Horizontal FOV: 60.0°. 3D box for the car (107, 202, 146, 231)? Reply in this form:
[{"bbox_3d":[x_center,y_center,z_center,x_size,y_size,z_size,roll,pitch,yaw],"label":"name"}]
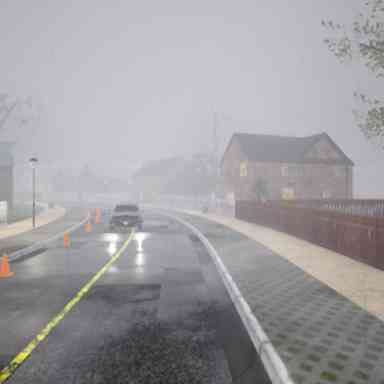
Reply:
[{"bbox_3d":[-3.903,1.391,19.980,1.837,1.490,4.892,0,0,-10],"label":"car"}]

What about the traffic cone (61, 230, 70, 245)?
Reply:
[{"bbox_3d":[-5.200,1.877,13.690,0.340,0.580,0.340,0,0,-5],"label":"traffic cone"}]

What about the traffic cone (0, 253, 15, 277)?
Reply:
[{"bbox_3d":[-4.942,1.906,8.803,0.340,0.580,0.340,0,0,-2],"label":"traffic cone"}]
